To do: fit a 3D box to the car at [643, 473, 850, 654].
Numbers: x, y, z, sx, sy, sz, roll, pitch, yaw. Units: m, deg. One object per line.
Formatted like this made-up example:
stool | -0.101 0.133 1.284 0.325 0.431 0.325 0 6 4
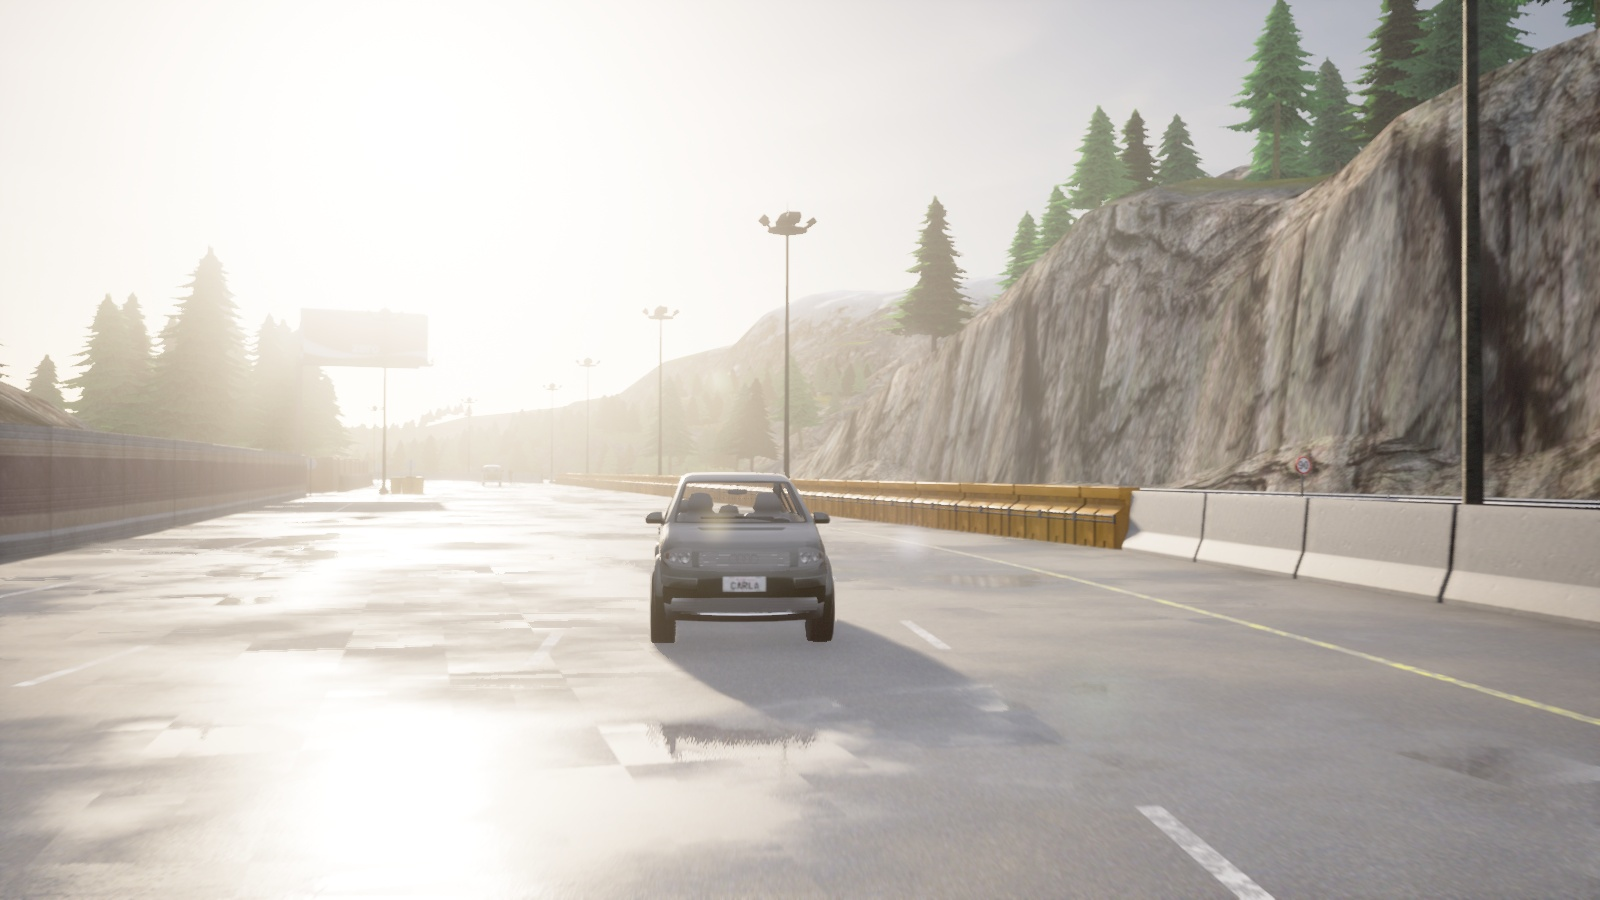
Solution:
car | -0.651 1.009 12.708 1.789 1.549 3.705 0 -1 -6
